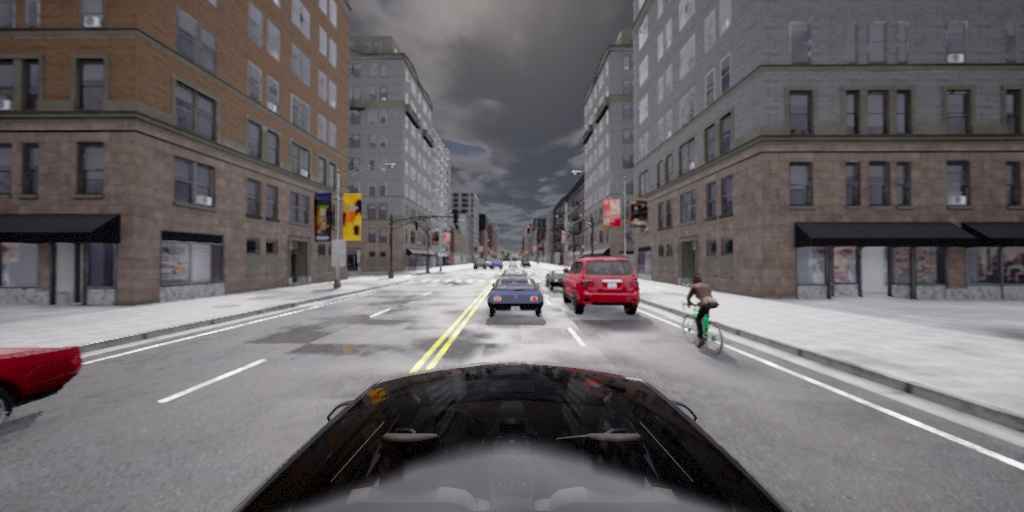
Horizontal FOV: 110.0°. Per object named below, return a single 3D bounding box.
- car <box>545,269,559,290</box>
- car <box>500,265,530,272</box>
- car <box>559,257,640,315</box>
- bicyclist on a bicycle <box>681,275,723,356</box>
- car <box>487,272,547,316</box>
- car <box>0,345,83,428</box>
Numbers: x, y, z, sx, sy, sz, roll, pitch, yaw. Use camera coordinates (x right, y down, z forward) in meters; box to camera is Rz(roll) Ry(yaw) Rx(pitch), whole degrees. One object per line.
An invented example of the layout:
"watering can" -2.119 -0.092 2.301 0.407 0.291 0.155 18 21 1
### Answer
"car" 3.299 1.541 24.159 1.895 1.301 4.718 0 0 0
"car" 0.152 1.552 25.416 1.895 1.301 4.718 0 -1 0
"car" 3.351 1.078 14.394 2.150 2.045 5.566 0 0 2
"bicyclist on a bicycle" 4.154 1.255 7.893 0.582 1.620 1.656 0 -1 0
"car" 0.124 1.454 13.995 1.895 1.301 4.718 0 -1 0
"car" -6.603 1.357 2.448 1.895 1.301 4.718 0 0 0
